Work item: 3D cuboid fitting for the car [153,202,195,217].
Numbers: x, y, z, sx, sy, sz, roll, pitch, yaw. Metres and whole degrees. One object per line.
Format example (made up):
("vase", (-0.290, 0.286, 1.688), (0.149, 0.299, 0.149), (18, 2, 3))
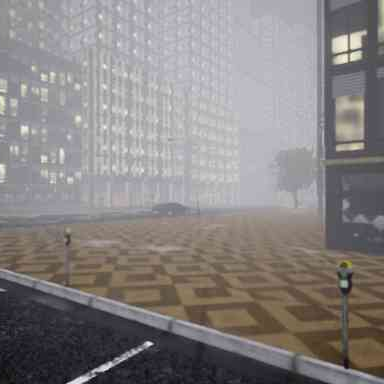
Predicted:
("car", (-2.096, 1.790, 34.925), (1.837, 1.490, 4.892), (0, -1, 36))

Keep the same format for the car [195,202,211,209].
("car", (1.118, 2.253, 55.869), (1.895, 1.301, 4.718), (0, -1, 37))
